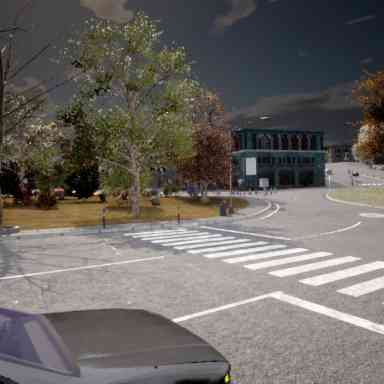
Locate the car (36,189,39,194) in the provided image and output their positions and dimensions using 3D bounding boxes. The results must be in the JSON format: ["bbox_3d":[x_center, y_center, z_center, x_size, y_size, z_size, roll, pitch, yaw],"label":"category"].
[{"bbox_3d":[-30.823,0.263,72.817,2.097,1.535,5.008,0,2,18],"label":"car"}]

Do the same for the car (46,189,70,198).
[{"bbox_3d":[-28.497,0.294,70.970,2.231,1.521,4.892,-1,2,18],"label":"car"}]

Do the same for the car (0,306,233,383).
[{"bbox_3d":[-2.182,1.548,2.193,5.357,1.411,2.033,0,0,-35],"label":"car"}]

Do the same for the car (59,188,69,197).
[{"bbox_3d":[-23.796,0.352,67.297,2.163,1.488,4.792,-1,2,17],"label":"car"}]

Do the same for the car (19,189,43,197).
[{"bbox_3d":[-37.783,0.151,78.382,2.097,1.535,5.008,0,3,19],"label":"car"}]

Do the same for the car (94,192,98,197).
[{"bbox_3d":[-16.734,0.287,61.737,1.946,1.575,5.366,-1,2,17],"label":"car"}]

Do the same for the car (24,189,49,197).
[{"bbox_3d":[-35.534,0.195,76.337,1.946,1.575,5.366,0,3,19],"label":"car"}]

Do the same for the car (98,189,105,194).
[{"bbox_3d":[-14.324,0.125,60.106,2.185,1.767,4.553,-2,1,17],"label":"car"}]

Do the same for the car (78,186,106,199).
[{"bbox_3d":[-19.069,0.054,63.734,2.435,2.045,5.566,-2,2,17],"label":"car"}]

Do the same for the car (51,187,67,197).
[{"bbox_3d":[-26.155,0.062,69.107,2.435,2.045,5.566,0,2,18],"label":"car"}]

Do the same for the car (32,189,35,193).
[{"bbox_3d":[-33.171,0.103,74.628,2.185,1.767,4.553,0,2,18],"label":"car"}]
